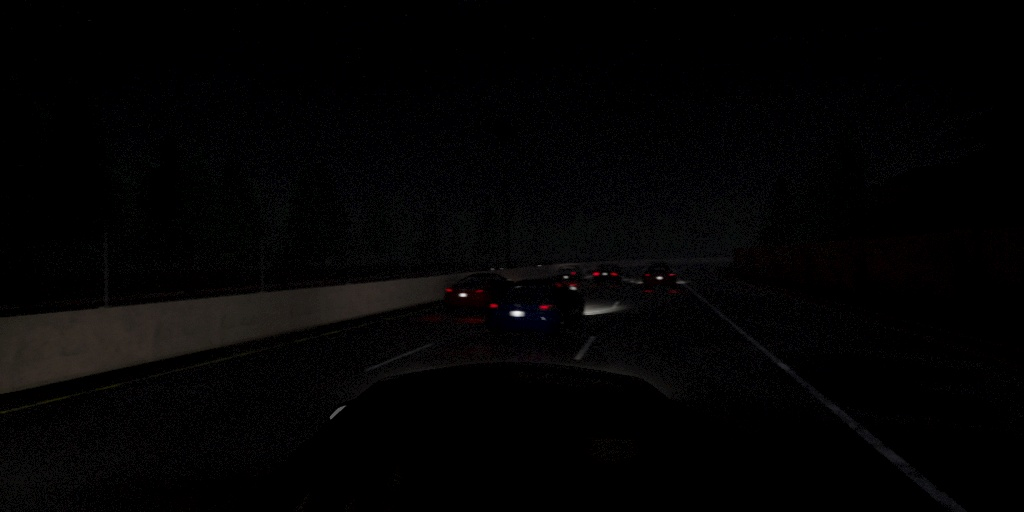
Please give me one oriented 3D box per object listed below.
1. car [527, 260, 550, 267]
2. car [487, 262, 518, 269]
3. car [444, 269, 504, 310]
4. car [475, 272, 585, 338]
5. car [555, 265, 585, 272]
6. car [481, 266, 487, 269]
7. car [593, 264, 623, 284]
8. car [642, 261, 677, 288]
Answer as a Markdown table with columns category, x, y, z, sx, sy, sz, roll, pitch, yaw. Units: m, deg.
| category | x | y | z | sx | sy | sz | roll | pitch | yaw |
| --- | --- | --- | --- | --- | --- | --- | --- | --- | --- |
| car | 3.449 | 1.327 | 45.928 | 2.097 | 1.767 | 4.553 | -1 | 0 | 25 |
| car | -0.854 | 1.531 | 44.859 | 1.882 | 1.535 | 5.008 | -1 | -1 | 24 |
| car | -1.092 | 1.425 | 15.198 | 1.994 | 1.385 | 4.181 | -1 | 0 | 21 |
| car | 0.847 | 1.356 | 10.499 | 1.994 | 1.385 | 4.181 | -1 | 0 | 21 |
| car | 5.244 | 1.446 | 31.626 | 1.895 | 1.301 | 4.718 | -1 | 0 | 21 |
| car | -2.506 | 1.667 | 49.745 | 2.033 | 1.411 | 5.357 | -1 | 0 | 25 |
| car | 7.471 | 1.323 | 27.681 | 2.033 | 1.411 | 5.357 | -1 | 0 | 21 |
| car | 9.526 | 1.270 | 23.284 | 1.994 | 1.385 | 4.181 | -1 | 0 | 21 |
